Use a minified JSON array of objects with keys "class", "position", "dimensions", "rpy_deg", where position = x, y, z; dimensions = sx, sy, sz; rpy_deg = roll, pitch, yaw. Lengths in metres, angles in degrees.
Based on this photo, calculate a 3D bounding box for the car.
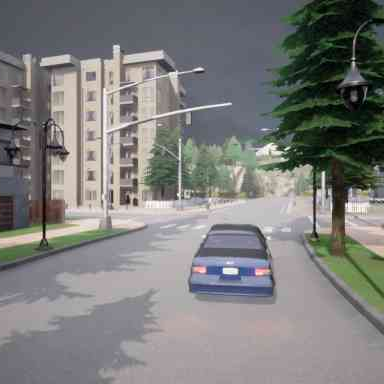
[{"class":"car","position":[1.131,1.547,8.790],"dimensions":[2.033,1.411,5.357],"rpy_deg":[0,0,9]}]
